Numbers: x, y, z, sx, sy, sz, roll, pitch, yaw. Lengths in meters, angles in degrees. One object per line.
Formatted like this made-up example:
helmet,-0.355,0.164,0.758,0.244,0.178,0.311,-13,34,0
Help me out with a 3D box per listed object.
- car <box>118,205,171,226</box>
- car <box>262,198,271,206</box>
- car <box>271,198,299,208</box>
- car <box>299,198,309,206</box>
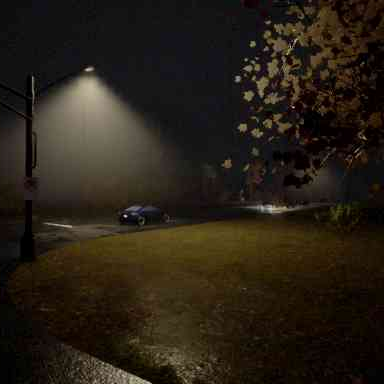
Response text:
car,-3.413,1.631,24.553,1.994,1.385,4.181,1,0,35
car,13.312,1.696,55.685,1.895,1.301,4.718,1,0,32
car,14.147,1.612,50.424,1.882,1.535,5.008,1,0,33
car,19.406,1.767,58.815,1.895,1.301,4.718,1,0,31
